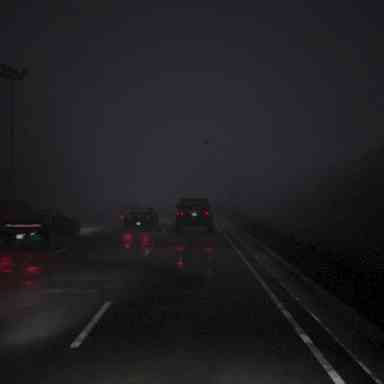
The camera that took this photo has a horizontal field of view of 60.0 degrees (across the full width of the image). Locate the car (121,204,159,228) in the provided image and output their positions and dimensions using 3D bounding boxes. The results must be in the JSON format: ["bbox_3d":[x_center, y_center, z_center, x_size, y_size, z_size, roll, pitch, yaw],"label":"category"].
[{"bbox_3d":[-3.406,1.732,23.302,1.895,1.301,4.718,0,0,0],"label":"car"}]

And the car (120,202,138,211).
[{"bbox_3d":[-7.011,1.817,38.714,1.895,1.301,4.718,0,0,0],"label":"car"}]

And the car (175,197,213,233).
[{"bbox_3d":[0.110,1.340,20.806,2.150,2.045,5.566,0,0,0],"label":"car"}]

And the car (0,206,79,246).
[{"bbox_3d":[-6.868,1.578,15.676,2.128,1.511,4.902,0,0,0],"label":"car"}]

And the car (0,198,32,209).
[{"bbox_3d":[-10.375,1.321,18.288,2.150,2.045,5.566,0,0,0],"label":"car"}]

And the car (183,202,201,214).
[{"bbox_3d":[-0.012,1.820,38.724,1.895,1.301,4.718,0,0,0],"label":"car"}]
